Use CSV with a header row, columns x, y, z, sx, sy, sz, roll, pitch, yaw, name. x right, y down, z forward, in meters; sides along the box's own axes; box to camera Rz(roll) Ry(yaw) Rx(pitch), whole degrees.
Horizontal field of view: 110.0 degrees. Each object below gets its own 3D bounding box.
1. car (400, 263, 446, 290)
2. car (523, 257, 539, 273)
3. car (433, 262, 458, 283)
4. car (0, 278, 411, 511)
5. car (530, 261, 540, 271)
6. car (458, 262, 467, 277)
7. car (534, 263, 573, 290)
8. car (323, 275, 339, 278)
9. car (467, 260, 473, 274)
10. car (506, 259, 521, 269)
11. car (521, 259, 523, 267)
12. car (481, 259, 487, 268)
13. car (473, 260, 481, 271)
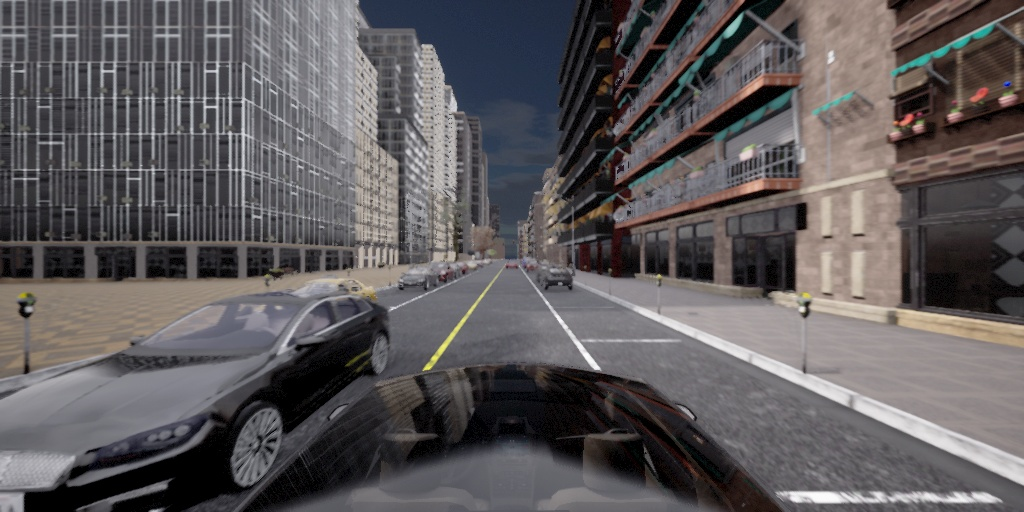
x,y,z,sx,sy,sz,roll,pitch,yaw,name
-5.696,1.303,22.194,2.007,1.370,4.403,0,0,0,car
2.679,1.204,44.325,1.967,1.591,4.097,0,0,0,car
-5.698,1.194,27.727,1.967,1.591,4.097,0,0,0,car
-3.093,1.241,4.593,2.128,1.511,4.902,0,0,0,car
2.683,1.306,27.729,2.007,1.370,4.403,0,0,0,car
-5.699,1.307,33.259,2.007,1.370,4.403,0,0,0,car
2.684,1.304,22.196,2.007,1.370,4.403,0,0,0,car
-5.694,1.276,10.959,1.751,1.417,4.829,0,0,0,car
-5.700,1.305,38.791,1.888,1.381,4.507,0,0,0,car
-0.014,1.340,57.493,1.994,1.385,4.181,0,0,0,car
2.676,1.356,55.391,1.802,1.307,4.207,0,0,0,car
-5.705,1.361,60.922,1.802,1.307,4.207,0,0,0,car
-5.703,1.293,49.686,1.751,1.417,4.829,0,0,0,car
